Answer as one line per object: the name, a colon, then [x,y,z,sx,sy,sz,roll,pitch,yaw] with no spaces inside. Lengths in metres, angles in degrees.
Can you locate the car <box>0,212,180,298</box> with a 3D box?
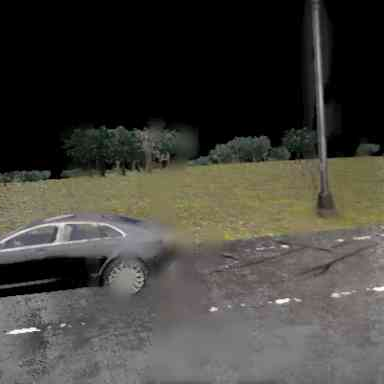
car: [-2.701,1.219,6.641,4.902,1.511,2.128,-4,3,-9]
